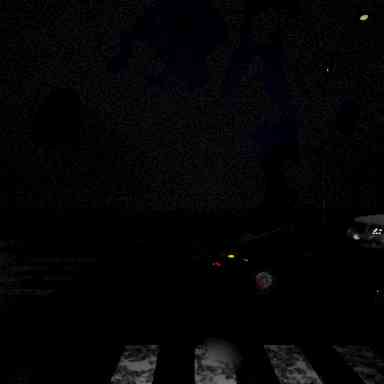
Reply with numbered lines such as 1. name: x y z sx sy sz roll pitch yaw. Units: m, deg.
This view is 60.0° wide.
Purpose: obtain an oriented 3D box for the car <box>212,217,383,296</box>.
1. car: 2.828 1.488 7.947 4.674 1.442 1.812 -1 1 1

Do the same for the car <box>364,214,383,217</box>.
1. car: 8.128 1.120 10.845 5.566 2.045 2.150 0 0 1
